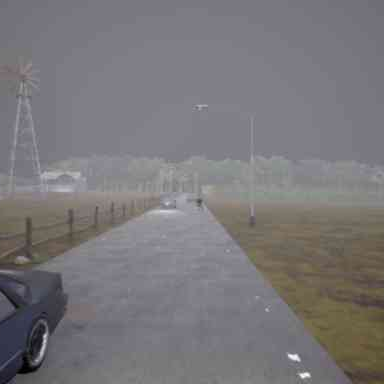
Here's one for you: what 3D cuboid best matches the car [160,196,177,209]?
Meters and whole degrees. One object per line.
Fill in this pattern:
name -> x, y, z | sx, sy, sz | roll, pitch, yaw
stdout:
car -> -2.830, 1.261, 40.623 | 2.128, 1.511, 4.902 | 0, 0, 0

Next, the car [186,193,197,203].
car -> 0.020, 1.129, 60.059 | 2.128, 1.511, 4.902 | 0, 0, 0

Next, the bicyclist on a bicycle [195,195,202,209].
bicyclist on a bicycle -> 0.761, 1.204, 40.977 | 0.866, 1.612, 1.509 | 0, 0, 0

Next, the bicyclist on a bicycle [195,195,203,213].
bicyclist on a bicycle -> 0.764, 1.199, 31.958 | 0.659, 1.776, 1.843 | 0, 1, 0

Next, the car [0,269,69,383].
car -> -2.841, 1.540, 2.895 | 2.033, 1.411, 5.357 | 0, 0, 1

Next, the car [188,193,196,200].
car -> 0.017, 1.023, 75.748 | 1.837, 1.490, 4.892 | 0, 0, 0
